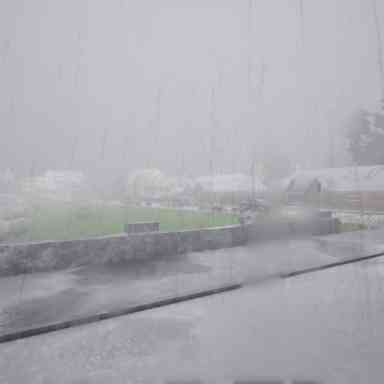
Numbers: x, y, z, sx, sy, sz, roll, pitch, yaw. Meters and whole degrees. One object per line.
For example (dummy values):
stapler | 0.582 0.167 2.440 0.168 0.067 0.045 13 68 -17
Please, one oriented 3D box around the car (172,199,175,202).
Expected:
car | -1.653 1.478 57.635 1.882 1.535 5.008 0 0 -35

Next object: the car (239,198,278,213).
car | 7.466 1.505 37.703 1.837 1.490 4.892 0 0 -35

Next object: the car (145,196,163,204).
car | -7.579 1.478 65.868 1.882 1.535 5.008 0 0 -35

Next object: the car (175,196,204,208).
car | -0.111 1.563 48.351 1.994 1.385 4.181 0 0 -35
